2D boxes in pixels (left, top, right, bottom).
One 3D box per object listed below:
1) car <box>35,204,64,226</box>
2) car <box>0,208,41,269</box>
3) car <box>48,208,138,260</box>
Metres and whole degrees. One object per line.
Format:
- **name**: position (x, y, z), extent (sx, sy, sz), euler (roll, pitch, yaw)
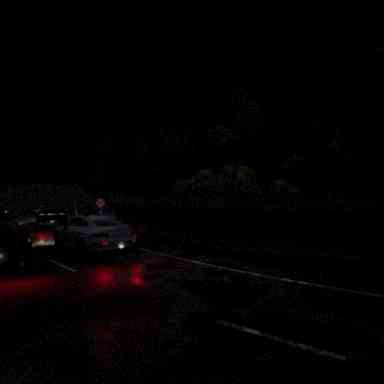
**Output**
- **car**: position (-9.145, 1.531, 21.752), extent (2.128, 1.511, 4.902), euler (0, 0, -23)
- **car**: position (-6.483, 1.502, 10.456), extent (1.882, 1.535, 5.008), euler (0, 0, -39)
- **car**: position (-3.749, 1.536, 12.640), extent (1.812, 1.442, 4.674), euler (0, 0, -39)
